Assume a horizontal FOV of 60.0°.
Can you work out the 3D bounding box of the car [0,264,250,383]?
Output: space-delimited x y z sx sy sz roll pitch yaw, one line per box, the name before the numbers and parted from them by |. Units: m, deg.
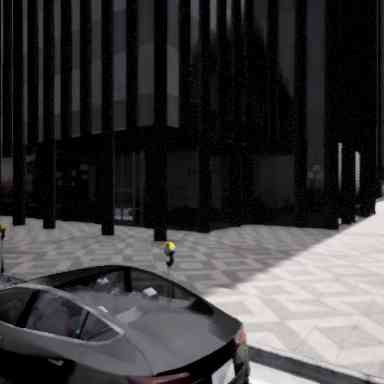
car | -1.429 1.573 3.982 4.313 1.339 1.947 0 0 36
